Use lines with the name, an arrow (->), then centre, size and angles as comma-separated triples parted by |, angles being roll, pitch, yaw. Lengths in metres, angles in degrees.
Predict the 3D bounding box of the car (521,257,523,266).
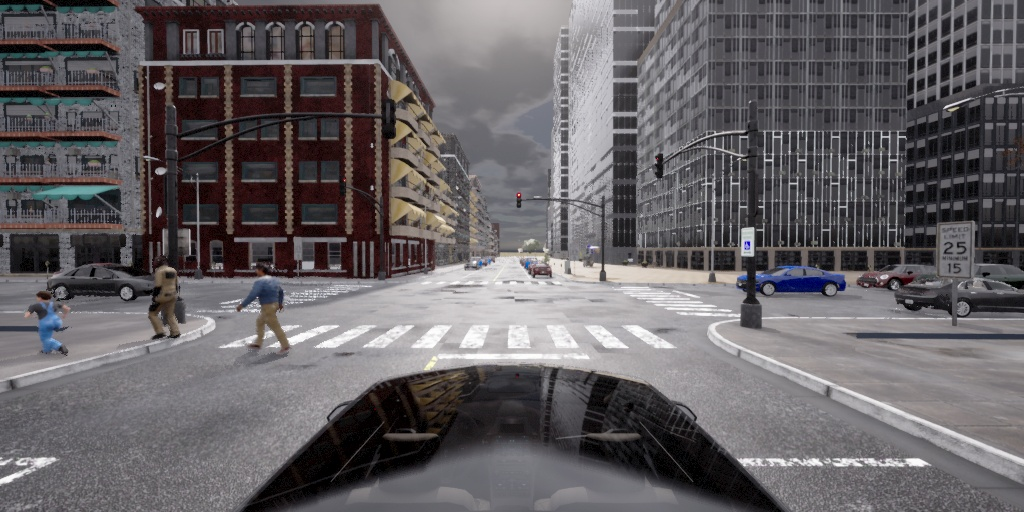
car -> 2.772, 1.237, 56.031 | 1.888, 1.381, 4.507 | 0, 0, 0

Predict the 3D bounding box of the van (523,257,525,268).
van -> 2.760, 1.042, 50.385 | 1.690, 1.789, 3.998 | 0, 0, 0

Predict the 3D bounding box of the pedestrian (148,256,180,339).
pedestrian -> -7.616, 0.889, 7.816 | 0.375, 1.860, 0.375 | -1, 1, 0

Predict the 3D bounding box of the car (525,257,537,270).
car -> 2.736, 1.157, 39.093 | 1.967, 1.591, 4.097 | 0, 0, 0

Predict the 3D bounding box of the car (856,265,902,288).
car -> 23.416, 1.229, 21.644 | 4.097, 1.591, 1.967 | 0, 0, 1

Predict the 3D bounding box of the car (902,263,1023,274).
car -> 24.142, 1.188, 18.898 | 4.553, 1.767, 2.097 | 0, 1, 1

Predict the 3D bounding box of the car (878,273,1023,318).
car -> 16.739, 1.445, 13.111 | 4.403, 1.370, 2.007 | 0, 0, 1

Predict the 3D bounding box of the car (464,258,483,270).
car -> -5.588, 1.267, 50.370 | 1.948, 1.339, 4.313 | 0, 0, 0

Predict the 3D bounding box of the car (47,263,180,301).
car -> -18.065, 1.196, 16.369 | 4.892, 1.490, 1.837 | 0, 1, 1

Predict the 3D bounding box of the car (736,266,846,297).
car -> 14.683, 1.269, 19.056 | 5.008, 1.535, 1.882 | 0, 1, 2

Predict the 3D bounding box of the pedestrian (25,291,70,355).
pedestrian -> -8.557, 1.170, 6.615 | 0.375, 1.300, 0.375 | -1, 1, 0

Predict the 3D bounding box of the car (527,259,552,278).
car -> 2.724, 1.270, 33.447 | 1.888, 1.381, 4.507 | 0, 0, 0

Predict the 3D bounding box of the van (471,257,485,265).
van -> -5.577, 1.033, 56.016 | 1.690, 1.789, 3.998 | 0, 0, 0

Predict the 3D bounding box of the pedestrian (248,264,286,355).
pedestrian -> -4.925, 1.042, 7.207 | 0.375, 1.860, 0.375 | -1, 1, 0
